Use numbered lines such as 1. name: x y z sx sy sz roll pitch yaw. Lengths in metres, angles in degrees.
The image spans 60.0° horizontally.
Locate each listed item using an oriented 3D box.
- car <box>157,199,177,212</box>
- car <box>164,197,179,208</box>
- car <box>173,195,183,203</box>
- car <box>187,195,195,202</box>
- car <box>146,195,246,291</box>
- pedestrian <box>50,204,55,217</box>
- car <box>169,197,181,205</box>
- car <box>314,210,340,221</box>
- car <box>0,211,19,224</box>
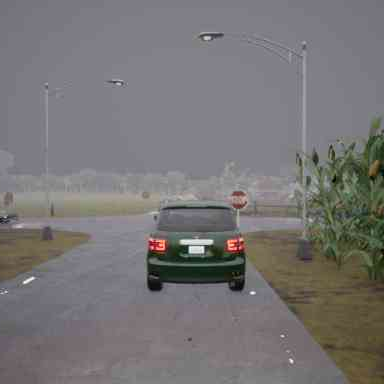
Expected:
1. car: -2.924 1.552 39.833 1.994 1.385 4.181 0 0 0
2. car: -2.933 1.467 48.567 1.882 1.535 5.008 0 0 0
3. car: -2.887 1.473 68.867 1.882 1.535 5.008 0 0 0
4. car: -0.158 1.478 80.817 1.882 1.535 5.008 0 0 0
5. car: 0.086 1.217 9.153 2.150 2.045 5.566 0 0 0
6. pedestrian: -12.238 1.612 29.166 0.500 1.100 0.500 0 2 0
7. car: -2.942 1.556 58.380 1.994 1.385 4.181 0 0 0
8. car: 12.562 1.522 26.282 5.357 1.411 2.033 0 2 0
9. car: -15.101 1.604 23.184 5.357 1.411 2.033 0 2 -1
